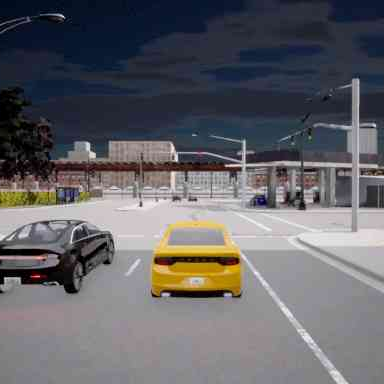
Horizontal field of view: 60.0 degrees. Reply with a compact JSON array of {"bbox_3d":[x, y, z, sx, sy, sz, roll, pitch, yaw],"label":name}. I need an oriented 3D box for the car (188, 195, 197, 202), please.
[{"bbox_3d":[0.157,1.446,73.522,1.994,1.385,4.181,0,0,0],"label":"car"}]

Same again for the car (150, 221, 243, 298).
[{"bbox_3d":[0.100,1.468,8.553,1.882,1.535,5.008,0,0,0],"label":"car"}]

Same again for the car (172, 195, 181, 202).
[{"bbox_3d":[-3.342,1.386,73.529,1.837,1.490,4.892,0,0,0],"label":"car"}]

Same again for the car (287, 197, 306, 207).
[{"bbox_3d":[15.562,1.425,49.576,1.970,1.475,3.806,0,0,0],"label":"car"}]

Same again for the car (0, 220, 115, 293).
[{"bbox_3d":[-3.399,1.474,8.770,2.128,1.511,4.902,0,0,0],"label":"car"}]

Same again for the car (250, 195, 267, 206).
[{"bbox_3d":[9.816,1.253,48.826,2.242,1.667,4.611,0,0,0],"label":"car"}]
